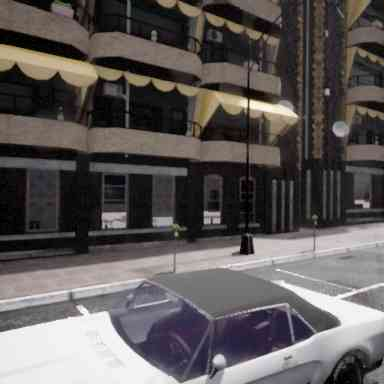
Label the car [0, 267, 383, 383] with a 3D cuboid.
[{"bbox_3d":[-0.079,1.599,3.365,4.718,1.301,1.895,0,0,-32],"label":"car"}]
